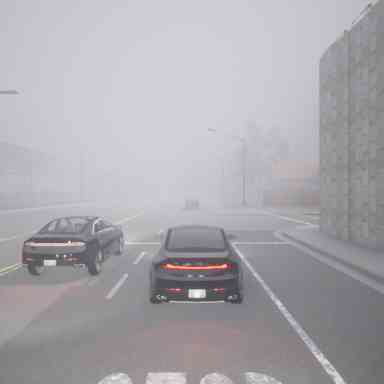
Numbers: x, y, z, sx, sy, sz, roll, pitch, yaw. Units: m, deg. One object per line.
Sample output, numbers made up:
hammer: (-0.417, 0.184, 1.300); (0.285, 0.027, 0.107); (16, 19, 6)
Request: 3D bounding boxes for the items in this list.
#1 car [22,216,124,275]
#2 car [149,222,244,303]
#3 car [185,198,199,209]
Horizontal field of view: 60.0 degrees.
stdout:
car: (-3.424, 1.492, 10.431); (2.128, 1.511, 4.902); (0, 0, 0)
car: (0.082, 1.505, 8.161); (1.837, 1.490, 4.892); (0, 0, 0)
car: (-0.004, 1.492, 44.158); (2.128, 1.511, 4.902); (0, 0, 0)
